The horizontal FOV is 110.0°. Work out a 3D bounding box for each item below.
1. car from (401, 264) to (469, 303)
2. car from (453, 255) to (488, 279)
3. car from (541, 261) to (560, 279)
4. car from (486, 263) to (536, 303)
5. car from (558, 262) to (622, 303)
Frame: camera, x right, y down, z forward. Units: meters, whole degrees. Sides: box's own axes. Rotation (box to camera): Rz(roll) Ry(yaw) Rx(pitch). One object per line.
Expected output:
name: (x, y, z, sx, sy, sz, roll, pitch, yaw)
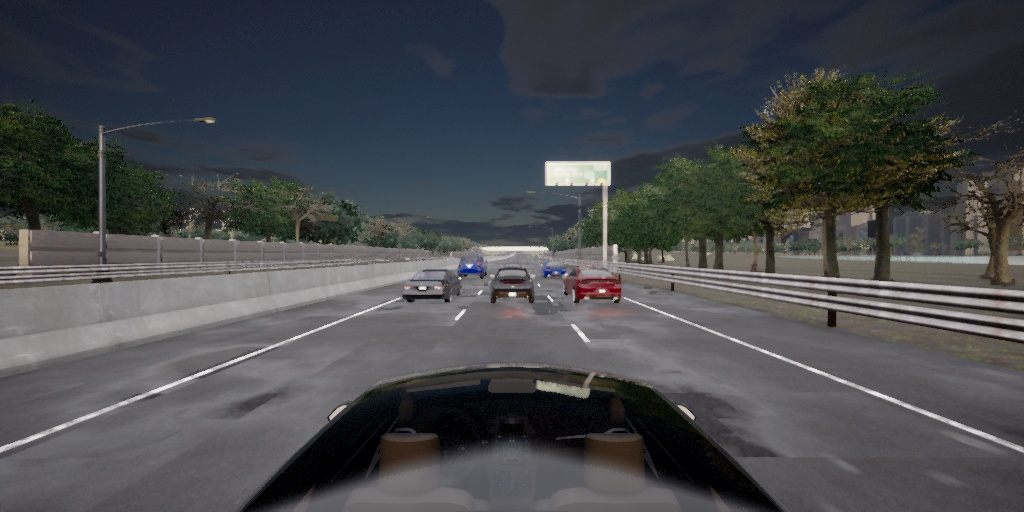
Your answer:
car: (-3.477, 1.291, 16.468, 2.033, 1.411, 5.357, 0, 0, 0)
car: (-3.408, 0.940, 31.480, 2.150, 2.045, 5.566, 0, 0, 0)
car: (3.591, 1.168, 31.408, 1.882, 1.535, 5.008, 0, 0, 0)
car: (0.024, 1.244, 16.457, 1.837, 1.490, 4.892, 0, 0, 0)
car: (3.524, 1.213, 16.447, 1.882, 1.535, 5.008, 0, 0, 0)
